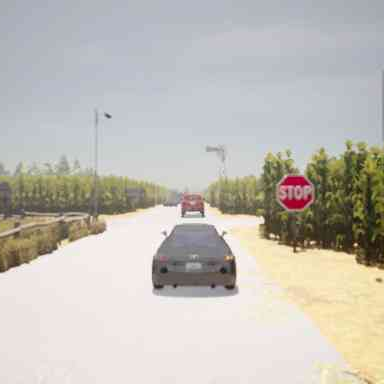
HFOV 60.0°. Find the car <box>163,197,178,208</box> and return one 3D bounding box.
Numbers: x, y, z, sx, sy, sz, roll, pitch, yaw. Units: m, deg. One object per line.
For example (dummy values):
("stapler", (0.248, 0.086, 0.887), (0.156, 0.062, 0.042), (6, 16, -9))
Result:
("car", (-3.183, 1.603, 49.563), (1.994, 1.385, 4.181), (0, 0, 0))

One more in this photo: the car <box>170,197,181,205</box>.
("car", (-3.126, 1.795, 65.338), (1.837, 1.490, 4.892), (0, -1, 1))

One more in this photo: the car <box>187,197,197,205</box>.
("car", (-0.006, 1.850, 69.517), (1.882, 1.535, 5.008), (0, -1, 0))

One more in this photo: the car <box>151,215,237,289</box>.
("car", (0.063, 1.543, 9.114), (1.994, 1.385, 4.181), (0, 0, 1))

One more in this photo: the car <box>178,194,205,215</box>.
("car", (0.081, 1.218, 32.277), (2.150, 2.045, 5.566), (0, 0, 0))

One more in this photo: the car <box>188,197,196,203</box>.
("car", (-0.007, 1.922, 79.934), (1.994, 1.385, 4.181), (0, 0, 0))
